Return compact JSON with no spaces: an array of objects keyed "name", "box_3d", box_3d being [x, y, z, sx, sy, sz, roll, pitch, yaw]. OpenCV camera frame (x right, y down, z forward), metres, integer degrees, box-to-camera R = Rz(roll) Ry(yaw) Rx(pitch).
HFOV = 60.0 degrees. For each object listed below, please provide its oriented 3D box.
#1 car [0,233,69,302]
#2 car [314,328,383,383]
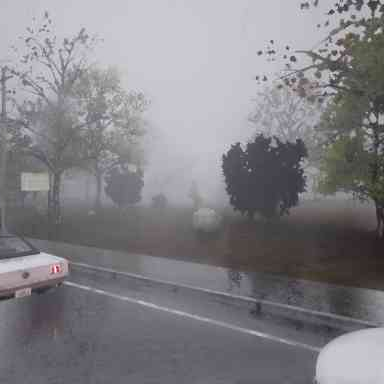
[{"name":"car","box_3d":[-4.968,1.601,7.534,4.718,1.301,1.895,0,0,36]},{"name":"car","box_3d":[3.100,1.526,1.797,4.674,1.442,1.812,0,0,35]}]
